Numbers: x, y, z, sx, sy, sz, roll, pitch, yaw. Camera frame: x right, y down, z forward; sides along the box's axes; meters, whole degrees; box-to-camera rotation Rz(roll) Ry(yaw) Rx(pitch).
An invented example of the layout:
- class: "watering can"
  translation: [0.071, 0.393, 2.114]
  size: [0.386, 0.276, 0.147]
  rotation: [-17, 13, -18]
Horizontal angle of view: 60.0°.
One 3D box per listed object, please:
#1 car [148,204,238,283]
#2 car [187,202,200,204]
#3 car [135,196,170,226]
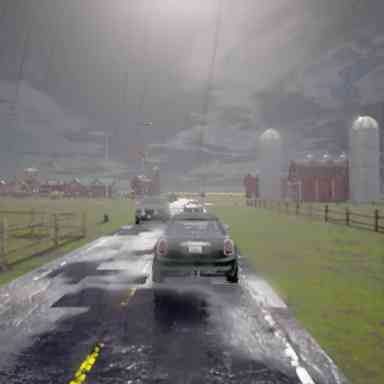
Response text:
- class: "car"
  translation: [0.092, 1.389, 9.983]
  size: [2.097, 1.767, 4.553]
  rotation: [0, 0, 0]
- class: "car"
  translation: [0.115, 1.667, 30.951]
  size: [2.033, 1.411, 5.357]
  rotation: [0, 0, 0]
- class: "car"
  translation: [-2.839, 1.317, 24.914]
  size: [2.150, 2.045, 5.566]
  rotation: [0, 0, 0]
